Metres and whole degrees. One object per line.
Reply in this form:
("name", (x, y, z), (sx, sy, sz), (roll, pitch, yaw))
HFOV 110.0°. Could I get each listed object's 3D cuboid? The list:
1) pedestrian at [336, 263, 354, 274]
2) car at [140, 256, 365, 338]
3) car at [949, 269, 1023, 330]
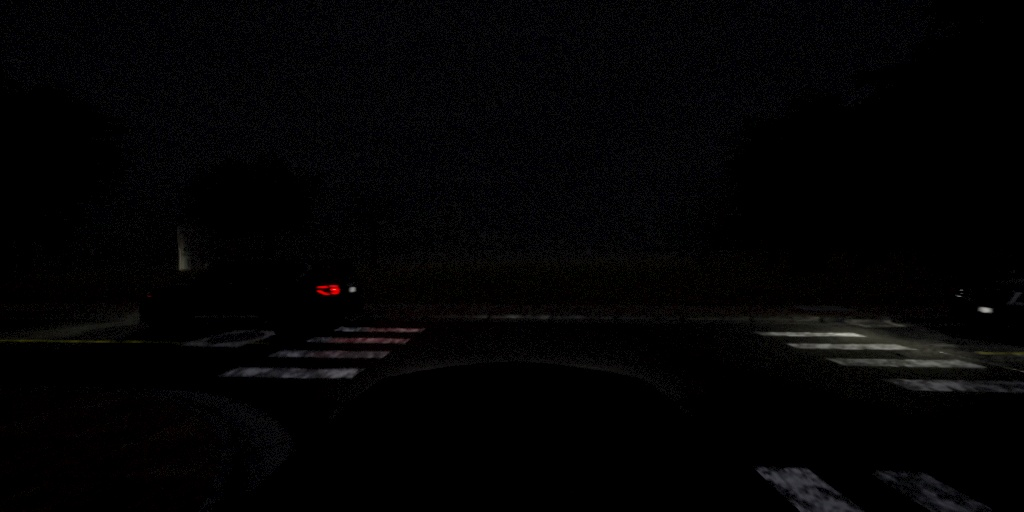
("pedestrian", (-5.979, 0.913, 12.752), (0.375, 1.860, 0.375), (-1, 0, 4))
("car", (-7.066, 1.040, 10.101), (5.566, 2.045, 2.150), (0, 1, 4))
("car", (14.370, 0.957, 8.605), (5.566, 2.045, 2.150), (0, 1, 4))
